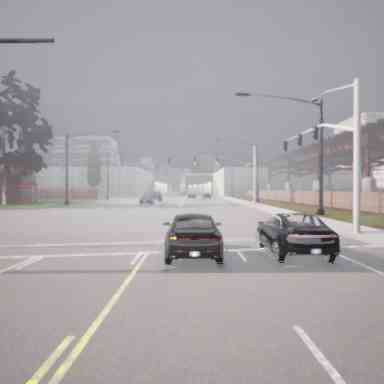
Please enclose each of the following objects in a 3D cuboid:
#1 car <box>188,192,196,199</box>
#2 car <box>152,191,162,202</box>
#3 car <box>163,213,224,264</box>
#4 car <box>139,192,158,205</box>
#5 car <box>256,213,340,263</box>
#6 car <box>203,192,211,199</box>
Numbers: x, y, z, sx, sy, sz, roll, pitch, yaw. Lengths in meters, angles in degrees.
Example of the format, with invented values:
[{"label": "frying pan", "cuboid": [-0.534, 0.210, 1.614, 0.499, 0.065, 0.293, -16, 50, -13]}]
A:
[{"label": "car", "cuboid": [-0.028, 0.832, 77.733, 1.812, 1.442, 4.674, 0, 1, 0]}, {"label": "car", "cuboid": [-7.024, 0.772, 64.785, 2.150, 2.045, 5.566, 0, 1, 0]}, {"label": "car", "cuboid": [0.021, 1.509, 11.906, 1.837, 1.490, 4.892, 0, 0, -1]}, {"label": "car", "cuboid": [-7.051, 1.163, 52.339, 2.128, 1.511, 4.902, 0, 1, 0]}, {"label": "car", "cuboid": [3.591, 1.497, 12.023, 2.128, 1.511, 4.902, 0, 0, 0]}, {"label": "car", "cuboid": [3.472, 0.786, 77.734, 1.882, 1.535, 5.008, 0, 1, 0]}]
